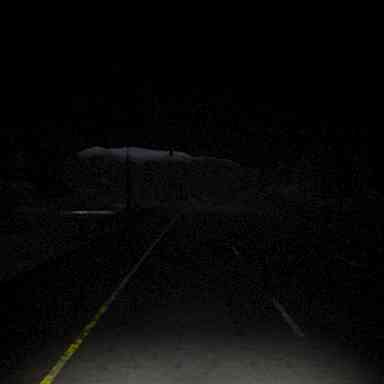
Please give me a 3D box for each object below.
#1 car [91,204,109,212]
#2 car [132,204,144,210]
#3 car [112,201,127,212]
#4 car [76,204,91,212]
[{"bbox_3d":[-17.502,3.077,64.800,1.812,1.442,4.674,0,-2,0],"label":"car"},{"bbox_3d":[-10.510,3.037,64.962,1.837,1.490,4.892,0,-2,0],"label":"car"},{"bbox_3d":[-14.005,2.762,64.854,2.150,2.045,5.566,0,-2,0],"label":"car"},{"bbox_3d":[-20.998,3.112,64.631,1.994,1.385,4.181,0,-2,0],"label":"car"}]
